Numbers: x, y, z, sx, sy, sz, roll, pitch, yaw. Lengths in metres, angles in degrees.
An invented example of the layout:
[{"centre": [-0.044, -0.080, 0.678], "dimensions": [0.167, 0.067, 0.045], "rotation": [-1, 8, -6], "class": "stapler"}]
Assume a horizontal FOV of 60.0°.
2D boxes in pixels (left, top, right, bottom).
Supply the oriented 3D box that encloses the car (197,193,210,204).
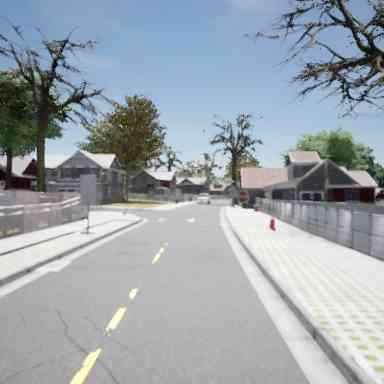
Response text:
[{"centre": [2.250, 1.308, 63.861], "dimensions": [2.150, 2.045, 5.566], "rotation": [0, 1, 9], "class": "car"}]
